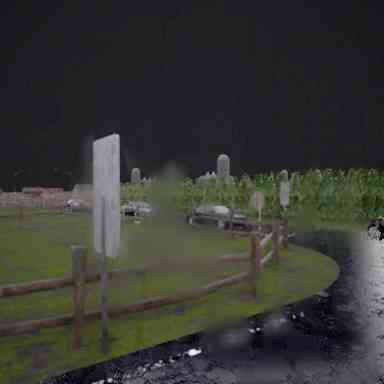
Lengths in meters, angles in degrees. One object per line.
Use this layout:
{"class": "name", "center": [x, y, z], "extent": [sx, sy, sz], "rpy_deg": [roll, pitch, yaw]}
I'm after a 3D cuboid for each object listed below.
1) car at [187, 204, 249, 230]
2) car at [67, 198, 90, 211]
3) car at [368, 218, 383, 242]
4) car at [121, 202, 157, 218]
{"class": "car", "center": [1.598, 1.580, 22.065], "extent": [1.882, 1.535, 5.008], "rpy_deg": [-1, 0, -36]}
{"class": "car", "center": [-16.083, 1.711, 46.958], "extent": [2.097, 1.767, 4.553], "rpy_deg": [-1, 0, -35]}
{"class": "car", "center": [9.269, 1.490, 13.703], "extent": [2.128, 1.511, 4.902], "rpy_deg": [0, 0, -3]}
{"class": "car", "center": [-5.064, 1.689, 31.409], "extent": [2.128, 1.511, 4.902], "rpy_deg": [-1, 0, -35]}
